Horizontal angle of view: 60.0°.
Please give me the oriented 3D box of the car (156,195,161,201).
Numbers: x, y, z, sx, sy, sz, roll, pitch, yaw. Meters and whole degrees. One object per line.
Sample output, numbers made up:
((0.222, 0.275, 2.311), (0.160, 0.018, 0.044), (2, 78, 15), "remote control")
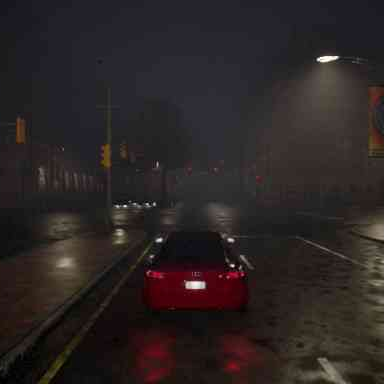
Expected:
((-8.036, 1.593, 68.357), (1.895, 1.301, 4.718), (0, 0, 0), "car")

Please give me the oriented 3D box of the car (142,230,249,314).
((0.071, 1.563, 7.694), (1.994, 1.385, 4.181), (0, 0, 0), "car")

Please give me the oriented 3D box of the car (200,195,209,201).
((3.460, 1.543, 87.081), (1.994, 1.385, 4.181), (0, 0, 0), "car")

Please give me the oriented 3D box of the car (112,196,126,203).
((-14.781, 1.587, 67.799), (1.895, 1.301, 4.718), (0, 0, 0), "car")

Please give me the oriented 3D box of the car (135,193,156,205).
((-8.107, 1.215, 58.558), (2.150, 2.045, 5.566), (0, 0, 0), "car")

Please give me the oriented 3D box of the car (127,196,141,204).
((-11.557, 1.556, 66.137), (1.994, 1.385, 4.181), (0, 0, 0), "car")

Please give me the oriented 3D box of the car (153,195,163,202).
((-8.036, 1.491, 78.561), (1.837, 1.490, 4.892), (0, 0, 0), "car")

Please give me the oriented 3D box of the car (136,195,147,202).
((-11.535, 1.469, 76.556), (1.882, 1.535, 5.008), (0, 0, 0), "car")

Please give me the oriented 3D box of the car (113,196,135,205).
((-11.608, 1.557, 56.843), (1.994, 1.385, 4.181), (0, 0, 0), "car")
